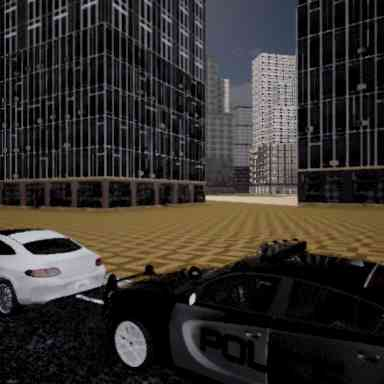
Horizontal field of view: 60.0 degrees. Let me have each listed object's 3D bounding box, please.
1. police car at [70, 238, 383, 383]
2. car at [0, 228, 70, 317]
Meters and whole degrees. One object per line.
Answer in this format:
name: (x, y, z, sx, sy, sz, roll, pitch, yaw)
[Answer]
police car: (0.975, 1.428, 4.065, 5.238, 1.638, 1.930, 0, 0, 35)
car: (-3.943, 1.554, 7.475, 4.674, 1.442, 1.812, 0, 0, 34)
